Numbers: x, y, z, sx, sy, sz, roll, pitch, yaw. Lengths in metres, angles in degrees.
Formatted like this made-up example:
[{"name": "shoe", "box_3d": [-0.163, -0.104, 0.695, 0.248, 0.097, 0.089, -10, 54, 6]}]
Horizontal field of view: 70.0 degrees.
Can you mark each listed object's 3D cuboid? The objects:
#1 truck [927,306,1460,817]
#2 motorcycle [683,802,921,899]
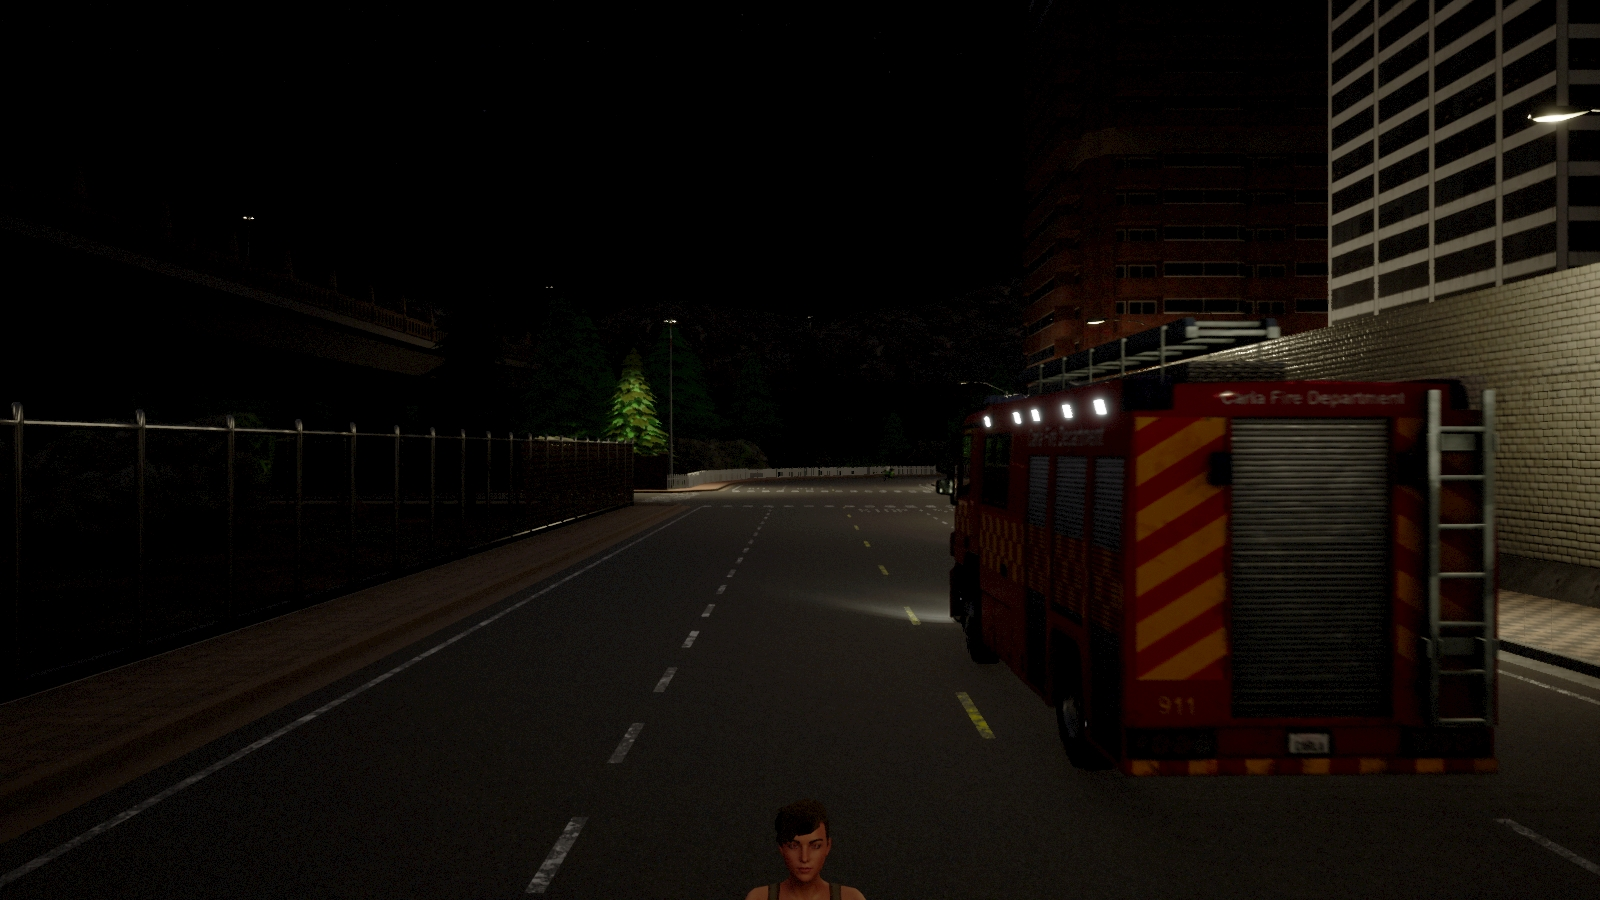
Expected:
[{"name": "truck", "box_3d": [3.434, 0.835, 12.815, 2.891, 3.827, 8.468, 0, 0, -1]}, {"name": "motorcycle", "box_3d": [0.006, 2.099, 3.507, 0.764, 1.307, 2.356, 0, 0, 0]}]
